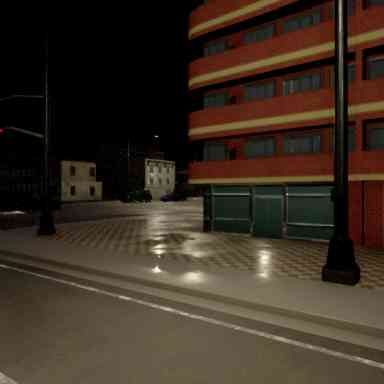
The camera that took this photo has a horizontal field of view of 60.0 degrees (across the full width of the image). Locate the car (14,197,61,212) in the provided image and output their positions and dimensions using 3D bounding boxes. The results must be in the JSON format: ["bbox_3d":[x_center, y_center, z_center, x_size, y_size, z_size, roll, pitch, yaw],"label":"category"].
[{"bbox_3d":[-16.404,1.395,36.042,1.994,1.385,4.181,0,1,37],"label":"car"}]

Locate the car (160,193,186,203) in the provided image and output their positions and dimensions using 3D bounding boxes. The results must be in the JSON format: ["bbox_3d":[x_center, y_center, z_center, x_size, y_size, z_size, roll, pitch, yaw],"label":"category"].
[{"bbox_3d":[-3.042,0.932,54.014,1.882,1.535,5.008,0,1,37],"label":"car"}]

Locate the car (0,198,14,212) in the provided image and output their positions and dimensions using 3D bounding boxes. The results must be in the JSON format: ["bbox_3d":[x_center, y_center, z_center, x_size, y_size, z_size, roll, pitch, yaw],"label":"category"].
[{"bbox_3d":[-19.630,1.334,37.569,2.128,1.511,4.902,0,1,37],"label":"car"}]

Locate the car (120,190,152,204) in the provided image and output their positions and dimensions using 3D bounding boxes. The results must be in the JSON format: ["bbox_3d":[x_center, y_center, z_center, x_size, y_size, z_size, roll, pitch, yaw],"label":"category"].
[{"bbox_3d":[-8.693,0.760,52.297,2.150,2.045,5.566,0,1,37],"label":"car"}]
